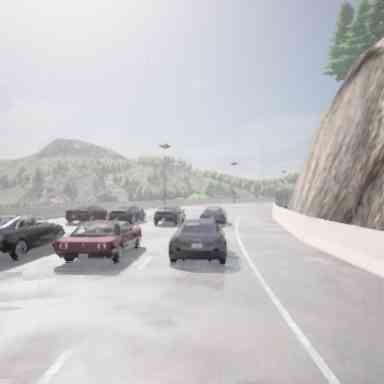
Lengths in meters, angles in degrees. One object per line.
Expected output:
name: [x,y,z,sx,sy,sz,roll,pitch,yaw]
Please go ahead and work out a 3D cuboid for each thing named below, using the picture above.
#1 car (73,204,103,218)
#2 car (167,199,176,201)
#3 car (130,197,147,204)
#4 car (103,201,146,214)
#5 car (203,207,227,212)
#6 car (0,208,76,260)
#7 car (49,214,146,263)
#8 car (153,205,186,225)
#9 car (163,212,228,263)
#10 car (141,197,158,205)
car: [-8.613,1.742,27.786,1.882,1.535,5.008,0,0,9]
car: [-4.169,2.294,79.149,1.812,1.442,4.674,0,-1,24]
car: [-13.527,2.157,83.922,2.097,1.767,4.553,0,-1,24]
car: [-5.180,1.768,27.110,1.837,1.490,4.892,0,0,9]
car: [1.738,1.822,26.041,1.994,1.385,4.181,0,-1,9]
car: [-6.687,1.613,12.914,2.128,1.511,4.902,0,0,4]
car: [-3.212,1.721,12.512,1.895,1.301,4.718,0,-1,4]
car: [-1.719,1.767,26.589,1.837,1.490,4.892,0,0,9]
car: [0.303,1.688,12.511,1.994,1.385,4.181,0,-1,4]
car: [-10.404,2.147,82.341,2.097,1.767,4.553,0,-1,24]
